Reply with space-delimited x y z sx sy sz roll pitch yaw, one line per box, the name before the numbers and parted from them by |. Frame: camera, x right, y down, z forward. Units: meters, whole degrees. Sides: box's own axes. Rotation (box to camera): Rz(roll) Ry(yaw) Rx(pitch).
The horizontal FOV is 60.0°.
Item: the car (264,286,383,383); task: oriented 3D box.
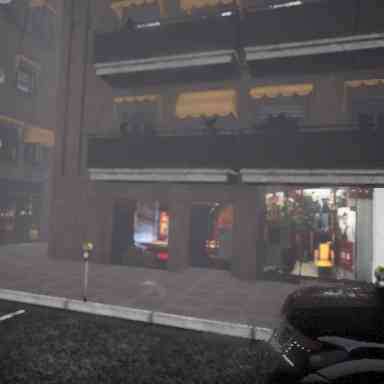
car | 3.518 1.534 3.007 5.566 2.045 2.150 1 -3 18
